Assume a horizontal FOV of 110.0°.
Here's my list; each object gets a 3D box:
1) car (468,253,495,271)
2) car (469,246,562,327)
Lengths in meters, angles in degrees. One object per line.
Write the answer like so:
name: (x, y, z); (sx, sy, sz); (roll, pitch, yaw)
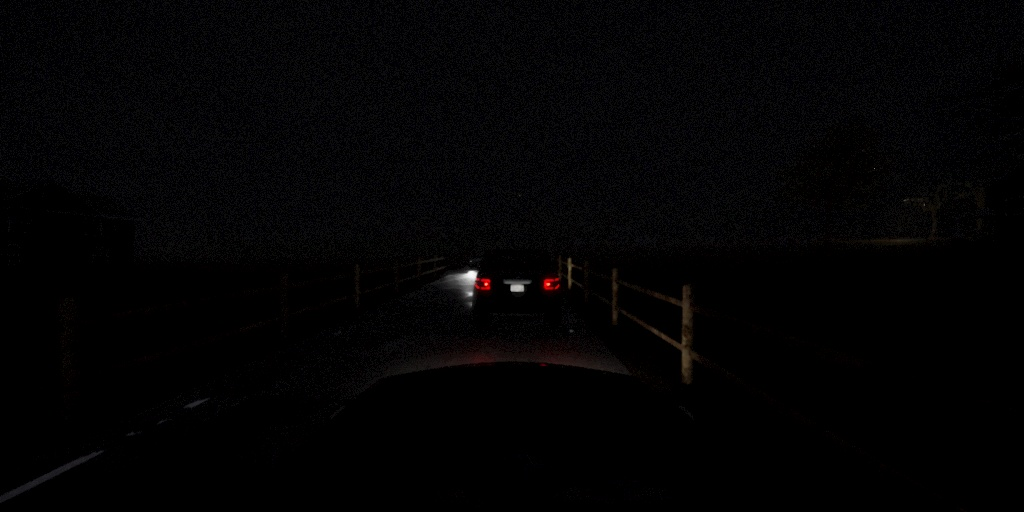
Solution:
car: (-2.593, 0.452, 31.184); (1.895, 1.301, 4.718); (0, 2, 1)
car: (0.155, 0.714, 10.604); (2.150, 2.045, 5.566); (0, 2, 1)
